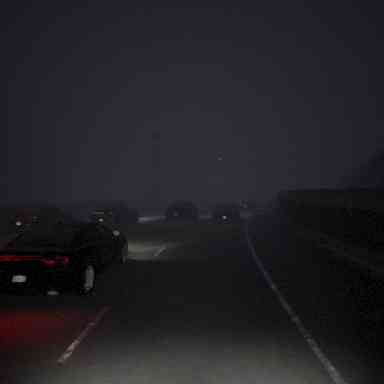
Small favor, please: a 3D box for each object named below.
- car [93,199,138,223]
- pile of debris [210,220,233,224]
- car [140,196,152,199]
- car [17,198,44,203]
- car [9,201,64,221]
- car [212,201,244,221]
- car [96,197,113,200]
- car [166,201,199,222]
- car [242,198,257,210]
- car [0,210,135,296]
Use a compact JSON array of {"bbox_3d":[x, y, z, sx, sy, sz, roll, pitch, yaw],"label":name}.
[{"bbox_3d":[-5.056,1.479,22.270,2.128,1.511,4.902,0,0,9],"label":"car"},{"bbox_3d":[2.157,2.167,24.095,1.500,0.140,1.860,0,0,11],"label":"pile of debris"},{"bbox_3d":[-8.447,1.525,61.073,2.033,1.411,5.357,0,0,21],"label":"car"},{"bbox_3d":[-21.629,1.533,44.744,1.994,1.385,4.181,0,0,16],"label":"car"},{"bbox_3d":[-8.940,1.512,20.037,1.812,1.442,4.674,0,0,8],"label":"car"},{"bbox_3d":[2.887,1.592,26.953,1.895,1.301,4.718,0,0,12],"label":"car"},{"bbox_3d":[-14.551,1.494,54.976,1.812,1.442,4.674,0,0,20],"label":"car"},{"bbox_3d":[-0.700,1.466,26.720,1.882,1.535,5.008,0,0,11],"label":"car"},{"bbox_3d":[7.189,1.512,42.499,1.812,1.442,4.674,0,0,19],"label":"car"},{"bbox_3d":[-3.089,1.472,8.699,1.882,1.535,5.008,0,0,3],"label":"car"}]
